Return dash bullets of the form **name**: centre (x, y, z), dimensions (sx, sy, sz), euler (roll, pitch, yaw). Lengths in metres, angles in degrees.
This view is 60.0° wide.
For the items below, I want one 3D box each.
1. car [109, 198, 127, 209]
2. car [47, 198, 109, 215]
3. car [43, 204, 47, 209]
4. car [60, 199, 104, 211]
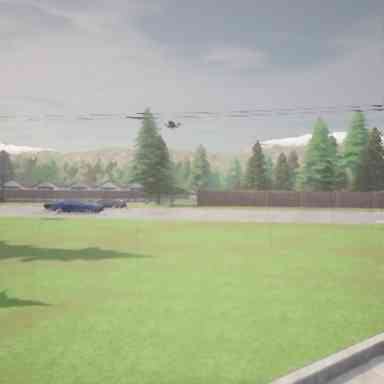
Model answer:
- **car**: centre (-10.659, 1.519, 43.510), dimensions (4.181, 1.385, 1.994), euler (0, 0, 9)
- **car**: centre (-11.291, 1.416, 32.985), dimensions (5.008, 1.535, 1.882), euler (0, 0, 9)
- **car**: centre (-13.848, 1.522, 36.914), dimensions (4.718, 1.301, 1.895), euler (0, 0, 9)
- **car**: centre (-13.345, 1.530, 40.378), dimensions (4.718, 1.301, 1.895), euler (0, 0, 9)
